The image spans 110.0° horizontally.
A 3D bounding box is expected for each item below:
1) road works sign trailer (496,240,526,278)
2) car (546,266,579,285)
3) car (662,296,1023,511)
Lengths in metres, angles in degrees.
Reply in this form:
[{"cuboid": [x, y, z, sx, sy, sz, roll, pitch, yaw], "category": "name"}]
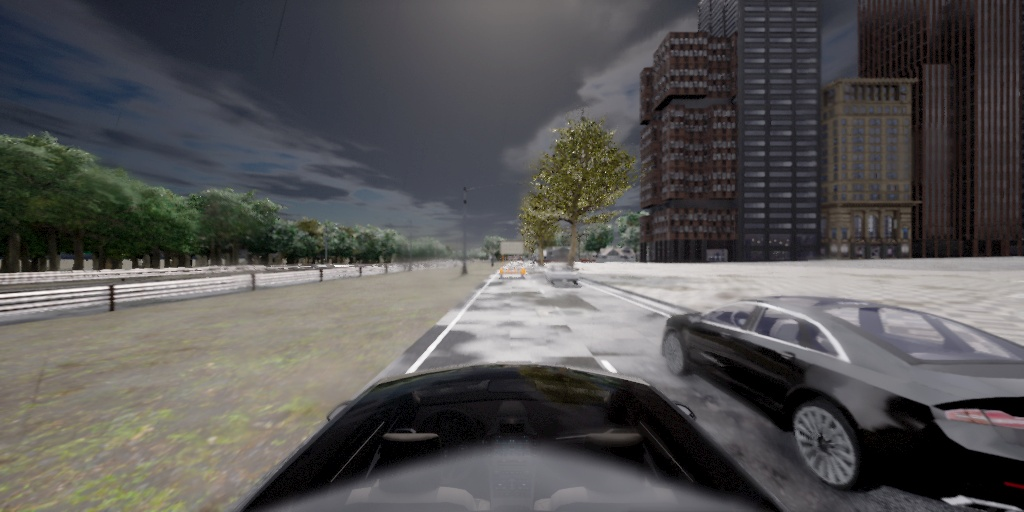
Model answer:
[{"cuboid": [-0.012, 0.257, 34.460, 2.380, 3.560, 2.880, 0, 0, 0], "category": "road works sign trailer"}, {"cuboid": [3.592, 1.375, 26.389, 1.895, 1.301, 4.718, 0, 0, 0], "category": "car"}, {"cuboid": [3.600, 1.245, 4.513, 2.128, 1.511, 4.902, 0, 0, 0], "category": "car"}]
